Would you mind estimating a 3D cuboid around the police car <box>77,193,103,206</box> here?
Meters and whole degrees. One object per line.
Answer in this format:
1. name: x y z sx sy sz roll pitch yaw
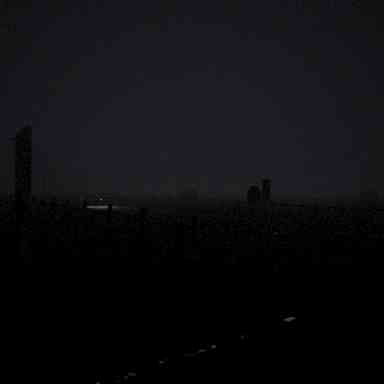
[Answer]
1. police car: -12.840 0.890 41.764 2.038 1.542 4.974 1 0 -35
